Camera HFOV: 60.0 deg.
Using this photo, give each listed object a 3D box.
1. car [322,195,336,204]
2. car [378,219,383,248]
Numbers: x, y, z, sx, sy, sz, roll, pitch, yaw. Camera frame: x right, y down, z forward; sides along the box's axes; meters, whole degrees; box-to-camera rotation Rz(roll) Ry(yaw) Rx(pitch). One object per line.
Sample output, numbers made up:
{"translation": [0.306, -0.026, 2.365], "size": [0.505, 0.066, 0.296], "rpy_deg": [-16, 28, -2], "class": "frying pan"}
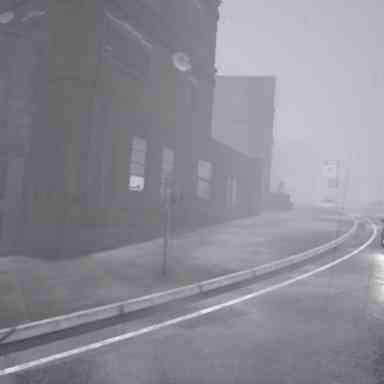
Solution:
{"translation": [22.507, 1.246, 54.500], "size": [1.994, 1.385, 4.181], "rpy_deg": [2, 1, 19], "class": "car"}
{"translation": [9.247, 1.538, 14.153], "size": [1.837, 1.490, 4.892], "rpy_deg": [2, 1, 34], "class": "car"}
